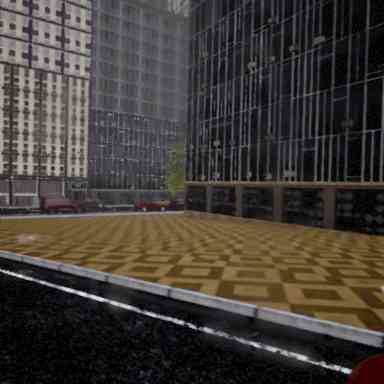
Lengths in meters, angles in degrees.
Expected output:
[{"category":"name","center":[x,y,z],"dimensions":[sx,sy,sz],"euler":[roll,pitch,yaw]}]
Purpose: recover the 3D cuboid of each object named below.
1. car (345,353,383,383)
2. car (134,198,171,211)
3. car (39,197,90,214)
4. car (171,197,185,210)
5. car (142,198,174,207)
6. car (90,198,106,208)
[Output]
[{"category":"car","center":[3.125,1.532,1.334],"dimensions":[4.674,1.442,1.812],"euler":[0,0,35]},{"category":"car","center":[-5.653,1.880,44.941],"dimensions":[4.507,1.381,1.887],"euler":[1,1,-34]},{"category":"car","center":[-15.002,1.549,38.532],"dimensions":[5.009,1.841,2.192],"euler":[1,1,-34]},{"category":"car","center":[-0.970,1.701,48.139],"dimensions":[5.009,1.841,2.192],"euler":[1,1,-34]},{"category":"car","center":[-5.564,1.683,54.549],"dimensions":[4.829,1.417,1.752],"euler":[1,1,-34]},{"category":"car","center":[-14.779,1.609,48.240],"dimensions":[4.403,1.369,2.008],"euler":[1,1,-34]}]
